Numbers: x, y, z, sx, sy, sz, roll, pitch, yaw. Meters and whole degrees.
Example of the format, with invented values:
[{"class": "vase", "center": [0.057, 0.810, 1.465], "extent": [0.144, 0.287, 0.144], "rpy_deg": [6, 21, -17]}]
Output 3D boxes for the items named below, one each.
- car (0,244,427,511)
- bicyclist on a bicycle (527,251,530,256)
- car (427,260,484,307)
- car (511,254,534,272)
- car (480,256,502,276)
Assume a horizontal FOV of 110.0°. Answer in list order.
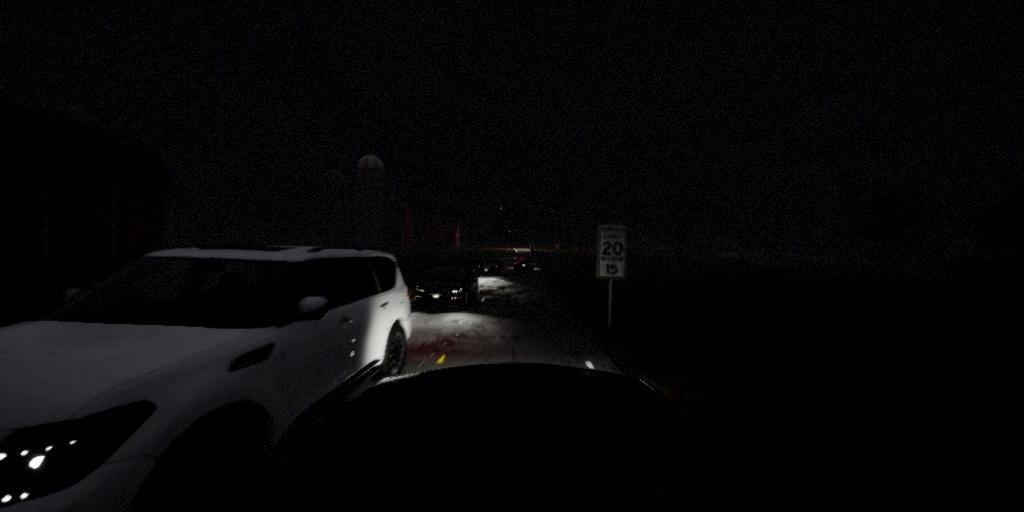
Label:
[{"class": "car", "center": [-2.851, 0.879, 4.024], "extent": [2.150, 2.045, 5.566], "rpy_deg": [2, 0, 2]}, {"class": "bicyclist on a bicycle", "center": [2.670, 0.157, 57.420], "extent": [0.866, 1.612, 1.509], "rpy_deg": [2, 2, 2]}, {"class": "car", "center": [-2.480, 1.092, 14.576], "extent": [1.837, 1.490, 4.892], "rpy_deg": [2, 1, 2]}, {"class": "car", "center": [1.185, 0.791, 35.661], "extent": [1.994, 1.385, 4.181], "rpy_deg": [2, 1, 2]}, {"class": "car", "center": [-1.894, 0.762, 30.224], "extent": [2.128, 1.511, 4.902], "rpy_deg": [2, 1, 2]}]
